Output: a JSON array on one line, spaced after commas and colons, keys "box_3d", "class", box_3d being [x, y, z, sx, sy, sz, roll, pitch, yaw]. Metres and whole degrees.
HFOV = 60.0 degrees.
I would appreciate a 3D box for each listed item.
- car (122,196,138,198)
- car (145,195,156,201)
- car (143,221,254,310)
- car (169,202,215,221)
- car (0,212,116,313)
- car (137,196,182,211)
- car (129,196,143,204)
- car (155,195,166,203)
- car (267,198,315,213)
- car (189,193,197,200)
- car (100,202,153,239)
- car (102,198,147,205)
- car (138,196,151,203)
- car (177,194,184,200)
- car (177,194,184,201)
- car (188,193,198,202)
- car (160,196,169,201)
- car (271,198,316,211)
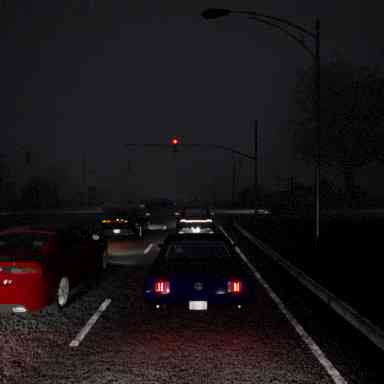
[{"box_3d": [-10.484, 1.489, 53.168, 2.128, 1.511, 4.902, 0, 0, 1], "class": "car"}, {"box_3d": [-10.295, 1.536, 82.824, 2.033, 1.411, 5.357, 0, 0, 0], "class": "car"}, {"box_3d": [0.119, 1.601, 7.761, 1.895, 1.301, 4.718, 0, 0, 0], "class": "car"}, {"box_3d": [0.151, 1.491, 17.023, 2.128, 1.511, 4.902, 0, 0, -1], "class": "car"}, {"box_3d": [-3.382, 1.477, 7.788, 1.882, 1.535, 5.008, 0, 0, 0], "class": "car"}, {"box_3d": [-3.918, 1.524, 40.679, 4.674, 1.442, 1.812, 0, 0, 3], "class": "car"}, {"box_3d": [-10.400, 1.523, 62.433, 1.812, 1.442, 4.674, 0, 0, 0], "class": "car"}, {"box_3d": [-6.821, 1.475, 73.208, 1.882, 1.535, 5.008, 0, 0, 0], "class": "car"}, {"box_3d": [10.663, 1.599, 36.220, 4.718, 1.301, 1.895, 0, 0, 1], "class": "car"}, {"box_3d": [0.275, 1.221, 94.667, 2.150, 2.045, 5.566, 0, 0, 1], "class": "car"}, {"box_3d": [-3.358, 1.504, 17.286, 1.837, 1.490, 4.892, 0, 0, 0], "class": "car"}, {"box_3d": [-7.844, 1.599, 37.404, 4.718, 1.301, 1.895, 0, 0, 3], "class": "car"}, {"box_3d": [-10.322, 1.537, 72.520, 2.033, 1.411, 5.357, 0, 0, 0], "class": "car"}, {"box_3d": [-3.222, 1.324, 95.054, 1.882, 1.535, 5.008, 0, 0, 1], "class": "car"}, {"box_3d": [-3.289, 1.529, 84.646, 2.033, 1.411, 5.357, 0, 0, 0], "class": "car"}, {"box_3d": [0.218, 1.499, 72.042, 1.837, 1.490, 4.892, 0, 0, 0], "class": "car"}, {"box_3d": [-6.794, 1.592, 83.191, 1.895, 1.301, 4.718, 0, 0, 0], "class": "car"}, {"box_3d": [12.059, 1.490, 39.778, 4.902, 1.511, 2.128, 0, 0, 5], "class": "car"}]
